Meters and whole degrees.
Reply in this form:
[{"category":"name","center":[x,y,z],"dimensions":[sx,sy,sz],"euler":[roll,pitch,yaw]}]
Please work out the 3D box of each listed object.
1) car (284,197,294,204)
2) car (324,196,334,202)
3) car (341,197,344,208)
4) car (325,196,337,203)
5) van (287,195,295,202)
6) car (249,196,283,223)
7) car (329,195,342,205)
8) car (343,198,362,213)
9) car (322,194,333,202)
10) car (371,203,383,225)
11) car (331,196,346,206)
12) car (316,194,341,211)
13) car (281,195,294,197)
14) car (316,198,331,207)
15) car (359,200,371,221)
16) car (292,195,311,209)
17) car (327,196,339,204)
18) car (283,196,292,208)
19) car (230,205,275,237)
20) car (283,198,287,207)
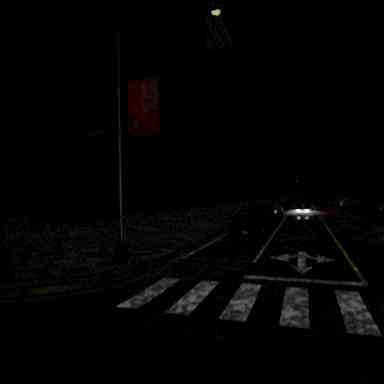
[{"category":"car","center":[20.526,1.738,70.309],"dimensions":[1.887,1.381,4.507],"euler":[-1,-1,18]},{"category":"car","center":[32.099,1.605,78.049],"dimensions":[1.752,1.417,4.829],"euler":[-1,-1,18]},{"category":"car","center":[21.786,1.538,47.176],"dimensions":[1.752,1.417,4.829],"euler":[-1,0,18]},{"category":"car","center":[30.326,1.619,72.742],"dimensions":[2.008,1.369,4.403],"euler":[-1,-1,18]},{"category":"van","center":[23.961,1.558,80.604],"dimensions":[1.690,1.788,3.998],"euler":[-1,-1,18]},{"category":"car","center":[5.051,1.424,23.993],"dimensions":[2.192,1.841,5.009],"euler":[-1,0,18]},{"category":"car","center":[26.887,1.484,62.452],"dimensions":[1.967,1.590,4.097],"euler":[-1,-1,18]},{"category":"car","center":[18.295,1.539,36.724],"dimensions":[1.887,1.381,4.507],"euler":[-1,0,18]},{"category":"car","center":[33.760,1.406,83.036],"dimensions":[2.192,1.841,5.009],"euler":[-1,-1,18]},{"category":"car","center":[13.138,1.412,21.288],"dimensions":[1.967,1.590,4.097],"euler":[-1,0,18]},{"category":"car","center":[25.168,1.473,57.307],"dimensions":[1.967,1.590,4.097],"euler":[-1,-1,18]},{"category":"car","center":[17.272,1.398,42.306],"dimensions":[2.097,1.767,4.553],"euler":[-1,0,19]},{"category":"car","center":[15.365,1.475,54.872],"dimensions":[2.192,1.841,5.009],"euler":[-1,0,18]},{"category":"car","center":[20.397,1.628,51.724],"dimensions":[1.994,1.385,4.181],"euler":[-1,0,18]},{"category":"car","center":[14.859,1.561,26.432],"dimensions":[1.802,1.307,4.206],"euler":[-1,0,18]},{"category":"car","center":[15.575,1.593,46.759],"dimensions":[2.128,1.511,4.902],"euler":[-1,0,18]},{"category":"car","center":[28.606,1.600,67.598],"dimensions":[1.887,1.381,4.507],"euler":[-1,-1,18]},{"category":"car","center":[13.651,1.732,49.724],"dimensions":[1.802,1.307,4.206],"euler":[-1,0,18]},{"category":"car","center":[3.337,1.668,18.844],"dimensions":[1.947,1.339,4.313],"euler":[-1,0,18]},{"category":"car","center":[8.439,1.649,34.123],"dimensions":[1.752,1.417,4.829],"euler":[-1,0,18]}]
